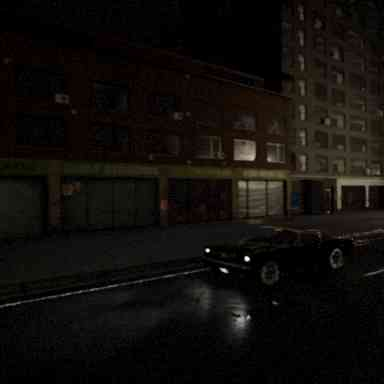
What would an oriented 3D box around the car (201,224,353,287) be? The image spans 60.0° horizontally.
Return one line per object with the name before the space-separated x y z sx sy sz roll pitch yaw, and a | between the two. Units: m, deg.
car | 2.580 1.635 9.590 4.718 1.301 1.895 0 0 -36
